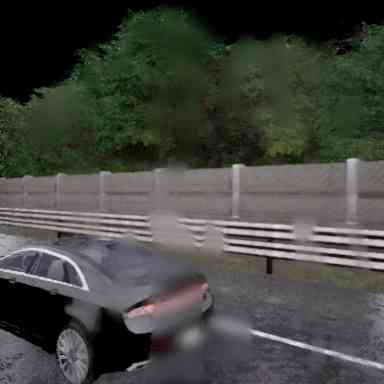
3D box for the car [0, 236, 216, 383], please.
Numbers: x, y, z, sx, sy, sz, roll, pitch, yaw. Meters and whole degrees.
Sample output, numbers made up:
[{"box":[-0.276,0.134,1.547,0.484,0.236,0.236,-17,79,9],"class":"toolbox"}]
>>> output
[{"box":[-1.959,1.483,5.352,4.902,1.511,2.128,0,0,36],"class":"car"}]
